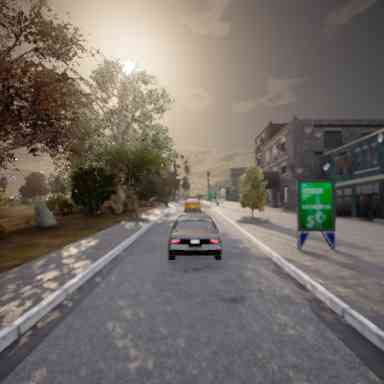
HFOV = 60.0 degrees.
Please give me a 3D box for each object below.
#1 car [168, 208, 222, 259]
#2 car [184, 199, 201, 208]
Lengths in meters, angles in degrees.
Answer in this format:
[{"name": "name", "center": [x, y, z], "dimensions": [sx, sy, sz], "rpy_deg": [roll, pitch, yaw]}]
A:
[{"name": "car", "center": [0.095, 1.561, 12.624], "dimensions": [2.033, 1.411, 5.357], "rpy_deg": [0, 0, 0]}, {"name": "car", "center": [0.093, 1.524, 39.514], "dimensions": [1.882, 1.535, 5.008], "rpy_deg": [0, 0, 0]}]
